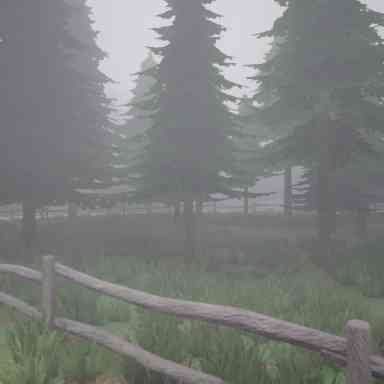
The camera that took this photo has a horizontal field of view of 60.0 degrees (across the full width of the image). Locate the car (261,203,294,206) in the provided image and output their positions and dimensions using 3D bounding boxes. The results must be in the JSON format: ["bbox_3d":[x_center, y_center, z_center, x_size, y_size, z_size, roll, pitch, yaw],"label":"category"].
[{"bbox_3d":[9.301,1.552,35.093,4.674,1.442,1.812,0,0,-5],"label":"car"}]
